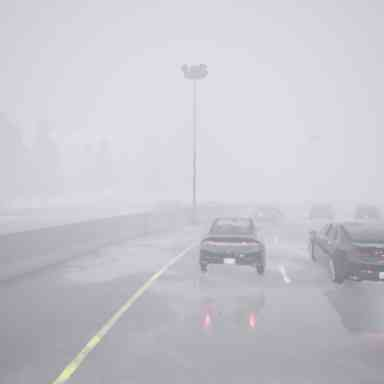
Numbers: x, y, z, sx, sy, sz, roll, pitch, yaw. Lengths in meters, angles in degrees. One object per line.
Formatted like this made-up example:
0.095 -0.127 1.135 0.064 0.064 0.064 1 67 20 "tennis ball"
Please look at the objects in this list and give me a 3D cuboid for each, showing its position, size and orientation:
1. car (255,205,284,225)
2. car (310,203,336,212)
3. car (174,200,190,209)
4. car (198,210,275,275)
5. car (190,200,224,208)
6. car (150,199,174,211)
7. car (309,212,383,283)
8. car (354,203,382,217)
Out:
5.920 1.753 25.969 2.033 1.411 5.357 0 0 23 "car"
11.682 1.743 29.641 2.128 1.511 4.902 0 -1 28 "car"
-0.048 1.879 44.235 1.994 1.385 4.181 0 -1 34 "car"
1.398 1.574 10.886 2.128 1.511 4.902 0 0 10 "car"
2.153 1.779 41.257 1.882 1.535 5.008 0 -1 33 "car"
-3.155 1.794 45.896 1.882 1.535 5.008 0 -1 33 "car"
4.711 1.593 9.734 1.837 1.490 4.892 0 0 10 "car"
15.301 1.764 28.968 1.837 1.490 4.892 0 -1 29 "car"
